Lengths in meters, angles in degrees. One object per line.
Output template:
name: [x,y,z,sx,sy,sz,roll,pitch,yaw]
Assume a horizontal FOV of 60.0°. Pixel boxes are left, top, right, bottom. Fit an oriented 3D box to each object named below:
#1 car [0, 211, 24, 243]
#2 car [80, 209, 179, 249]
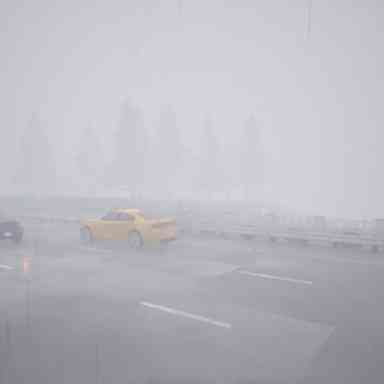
car: [-9.396,1.556,15.022,4.674,1.442,1.812,0,0,36]
car: [-2.860,1.495,14.651,5.008,1.535,1.882,0,0,36]
